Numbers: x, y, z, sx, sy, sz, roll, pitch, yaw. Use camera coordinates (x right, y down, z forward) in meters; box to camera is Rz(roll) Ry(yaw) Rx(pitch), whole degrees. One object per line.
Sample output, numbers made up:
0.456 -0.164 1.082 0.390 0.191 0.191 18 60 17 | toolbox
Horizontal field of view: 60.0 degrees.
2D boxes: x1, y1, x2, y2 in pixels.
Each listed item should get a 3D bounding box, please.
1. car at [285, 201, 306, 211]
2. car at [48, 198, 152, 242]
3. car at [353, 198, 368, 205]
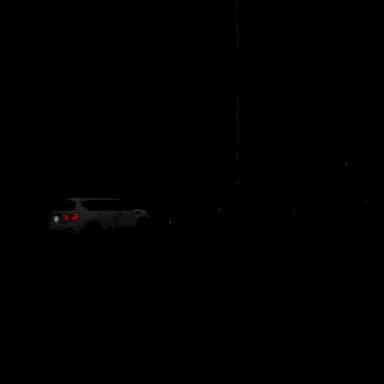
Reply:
15.164 2.042 49.124 1.895 1.301 4.718 -1 -1 36 | car
-4.554 1.303 17.239 2.150 2.045 5.566 -1 -1 36 | car
38.924 2.109 77.401 2.097 1.767 4.553 -1 -1 36 | car
